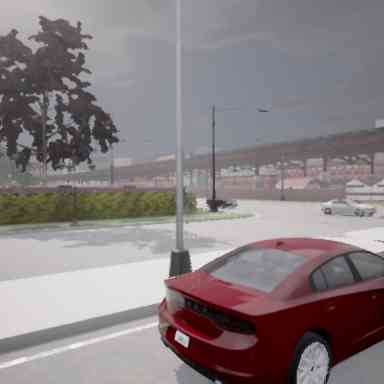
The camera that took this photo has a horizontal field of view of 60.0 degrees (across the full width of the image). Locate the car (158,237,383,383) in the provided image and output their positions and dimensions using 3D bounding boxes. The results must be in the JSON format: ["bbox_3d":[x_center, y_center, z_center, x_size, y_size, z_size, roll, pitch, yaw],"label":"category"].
[{"bbox_3d":[1.904,1.445,5.104,5.008,1.535,1.882,0,0,-35],"label":"car"}]

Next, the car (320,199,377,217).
[{"bbox_3d":[13.471,1.320,28.874,1.812,1.442,4.674,-1,0,-35],"label":"car"}]

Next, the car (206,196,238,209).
[{"bbox_3d":[3.774,1.285,42.585,2.128,1.511,4.902,-1,0,-35],"label":"car"}]
